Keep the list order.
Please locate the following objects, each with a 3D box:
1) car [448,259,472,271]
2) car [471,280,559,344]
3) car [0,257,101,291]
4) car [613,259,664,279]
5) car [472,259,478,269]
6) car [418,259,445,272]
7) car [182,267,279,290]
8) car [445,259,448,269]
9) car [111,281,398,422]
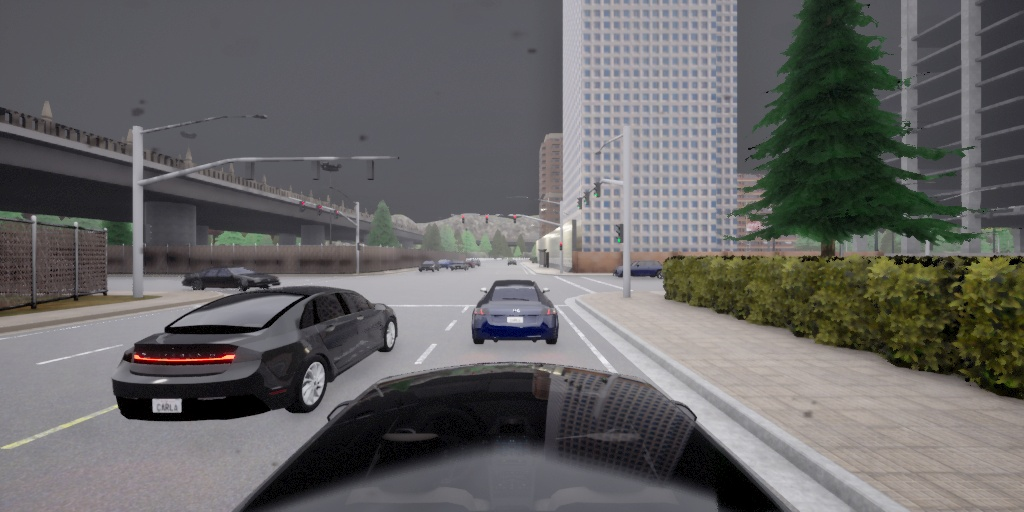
[{"bbox_3d":[-7.095,1.314,49.184,1.994,1.385,4.181,0,0,0],"label":"car"},{"bbox_3d":[0.077,1.314,9.564,1.994,1.385,4.181,0,0,0],"label":"car"},{"bbox_3d":[-28.712,1.028,22.064,5.566,2.045,2.150,0,0,0],"label":"car"},{"bbox_3d":[11.637,1.157,32.856,4.553,1.767,2.097,0,0,0],"label":"car"},{"bbox_3d":[-7.094,1.351,57.938,1.895,1.301,4.718,0,0,0],"label":"car"},{"bbox_3d":[-10.602,1.297,46.431,2.033,1.411,5.357,0,0,0],"label":"car"},{"bbox_3d":[-16.770,1.346,21.458,5.357,1.411,2.033,0,0,10],"label":"car"},{"bbox_3d":[-10.599,1.228,55.881,1.882,1.535,5.008,0,0,0],"label":"car"},{"bbox_3d":[-3.441,1.255,6.020,1.837,1.490,4.892,0,0,0],"label":"car"}]
